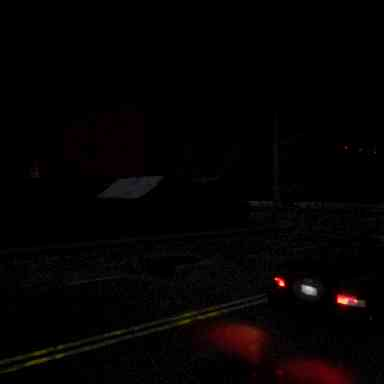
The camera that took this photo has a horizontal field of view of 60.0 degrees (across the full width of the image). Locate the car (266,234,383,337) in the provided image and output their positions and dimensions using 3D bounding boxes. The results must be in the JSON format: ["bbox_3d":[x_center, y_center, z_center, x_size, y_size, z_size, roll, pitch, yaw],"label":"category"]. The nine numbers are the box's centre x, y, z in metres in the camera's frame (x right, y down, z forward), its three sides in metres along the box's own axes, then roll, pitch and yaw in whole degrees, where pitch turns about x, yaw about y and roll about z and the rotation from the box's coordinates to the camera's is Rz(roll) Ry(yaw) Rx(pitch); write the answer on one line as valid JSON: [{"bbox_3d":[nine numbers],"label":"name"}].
[{"bbox_3d":[3.858,1.565,6.554,5.357,1.411,2.033,0,0,-35],"label":"car"}]
